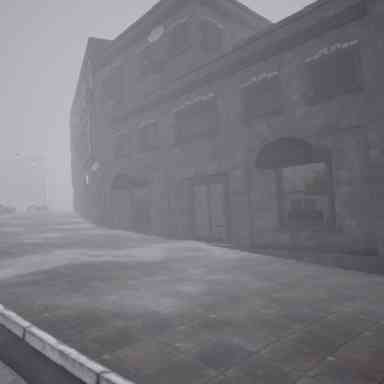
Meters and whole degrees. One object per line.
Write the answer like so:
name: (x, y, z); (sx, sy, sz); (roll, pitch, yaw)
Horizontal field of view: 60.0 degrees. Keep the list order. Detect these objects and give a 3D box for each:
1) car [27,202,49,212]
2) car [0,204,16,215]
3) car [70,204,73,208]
car: (-23.974, 2.274, 51.748); (1.812, 1.442, 4.674); (-3, -1, -2)
car: (-23.204, 2.148, 40.317); (1.895, 1.301, 4.718); (-3, -1, -4)
car: (-28.688, 3.286, 82.714); (2.033, 1.411, 5.357); (-3, -1, -2)
